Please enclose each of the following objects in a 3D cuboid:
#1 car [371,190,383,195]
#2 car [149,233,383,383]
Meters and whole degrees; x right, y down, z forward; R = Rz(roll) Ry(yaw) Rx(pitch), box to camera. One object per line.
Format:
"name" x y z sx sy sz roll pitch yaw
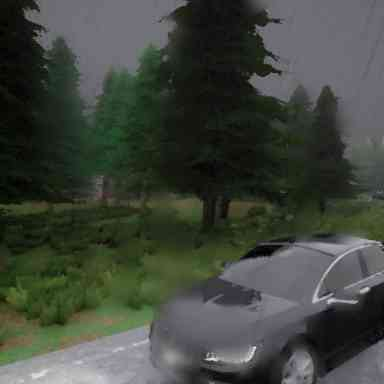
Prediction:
"car" 24.120 0.445 41.347 1.882 1.535 5.008 4 2 -11
"car" 1.707 1.456 4.935 4.892 1.490 1.837 -1 0 -37
